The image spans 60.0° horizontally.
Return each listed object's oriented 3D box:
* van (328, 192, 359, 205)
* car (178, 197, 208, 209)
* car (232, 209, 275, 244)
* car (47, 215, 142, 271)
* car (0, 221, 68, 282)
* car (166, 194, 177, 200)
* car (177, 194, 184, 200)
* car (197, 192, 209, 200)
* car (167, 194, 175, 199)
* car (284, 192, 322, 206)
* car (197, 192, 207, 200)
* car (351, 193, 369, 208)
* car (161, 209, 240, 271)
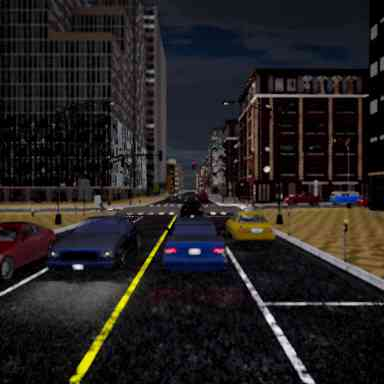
[{"bbox_3d":[20.876,0.854,45.602,3.998,1.788,1.690,-1,1,-1],"label":"van"},{"bbox_3d":[0.033,1.395,25.200,1.837,1.490,4.892,0,0,0],"label":"car"},{"bbox_3d":[2.535,1.458,15.315,1.752,1.417,4.829,0,0,0],"label":"car"},{"bbox_3d":[-2.869,1.498,11.049,2.033,1.411,5.357,0,0,0],"label":"car"},{"bbox_3d":[-5.333,1.539,9.570,1.802,1.307,4.206,0,0,0],"label":"car"},{"bbox_3d":[-5.485,1.204,81.130,2.008,1.369,4.403,0,0,0],"label":"car"},{"bbox_3d":[-2.919,1.177,81.456,2.128,1.511,4.902,0,0,0],"label":"car"},{"bbox_3d":[2.419,1.016,69.960,2.192,1.841,5.009,0,0,0],"label":"car"},{"bbox_3d":[-5.497,1.174,86.723,1.887,1.381,4.507,0,0,0],"label":"car"},{"bbox_3d":[15.220,0.898,45.531,5.009,1.841,2.192,-1,1,-1],"label":"car"},{"bbox_3d":[2.395,0.969,81.146,2.192,1.841,5.009,0,0,0],"label":"car"},{"bbox_3d":[21.003,1.107,37.727,4.507,1.381,1.887,-1,1,-1],"label":"car"},{"bbox_3d":[0.073,1.500,10.689,2.033,1.411,5.357,0,0,0],"label":"car"}]
